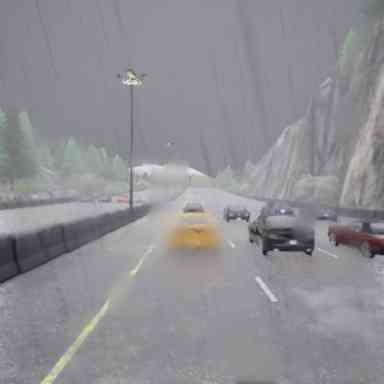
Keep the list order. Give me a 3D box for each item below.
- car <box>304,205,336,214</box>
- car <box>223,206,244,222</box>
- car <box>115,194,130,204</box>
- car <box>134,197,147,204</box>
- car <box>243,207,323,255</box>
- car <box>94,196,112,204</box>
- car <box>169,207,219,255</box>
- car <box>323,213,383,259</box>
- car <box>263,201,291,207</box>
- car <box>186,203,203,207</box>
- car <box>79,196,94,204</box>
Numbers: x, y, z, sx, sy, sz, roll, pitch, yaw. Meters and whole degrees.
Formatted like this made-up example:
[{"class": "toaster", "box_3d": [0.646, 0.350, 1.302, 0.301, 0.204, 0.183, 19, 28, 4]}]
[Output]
[{"class": "car", "box_3d": [10.697, 1.779, 28.346, 1.994, 1.385, 4.181, 0, 0, 1]}, {"class": "car", "box_3d": [3.689, 1.816, 28.154, 1.895, 1.301, 4.718, 0, 0, 1]}, {"class": "car", "box_3d": [-13.581, 1.392, 65.383, 2.097, 1.767, 4.553, 0, 1, 1]}, {"class": "car", "box_3d": [-10.079, 1.638, 65.301, 1.895, 1.301, 4.718, 0, 1, 1]}, {"class": "car", "box_3d": [3.600, 1.627, 14.146, 1.882, 1.535, 5.008, 0, 0, 1]}, {"class": "car", "box_3d": [-17.076, 1.518, 65.349, 1.882, 1.535, 5.008, 0, 1, 1]}, {"class": "car", "box_3d": [0.101, 1.628, 14.195, 1.882, 1.535, 5.008, 0, 0, 1]}, {"class": "car", "box_3d": [7.083, 1.742, 13.145, 1.895, 1.301, 4.718, 0, 0, 1]}, {"class": "car", "box_3d": [7.194, 1.566, 28.303, 2.097, 1.767, 4.553, 0, 0, 1]}, {"class": "car", "box_3d": [0.194, 1.723, 28.428, 1.837, 1.490, 4.892, 0, 0, 1]}, {"class": "car", "box_3d": [-20.571, 1.519, 65.357, 1.882, 1.535, 5.008, 0, 1, 0]}]
